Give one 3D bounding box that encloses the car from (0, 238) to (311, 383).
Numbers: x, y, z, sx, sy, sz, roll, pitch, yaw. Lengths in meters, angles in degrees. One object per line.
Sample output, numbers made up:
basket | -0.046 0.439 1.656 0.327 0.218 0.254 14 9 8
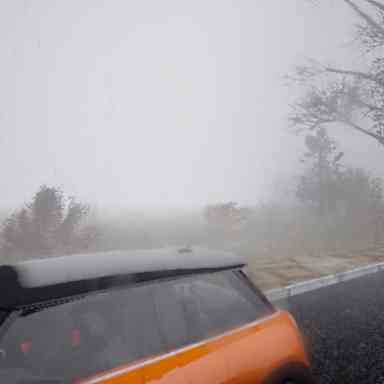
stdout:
car | -1.181 1.351 2.522 4.553 1.767 2.097 0 0 -35
